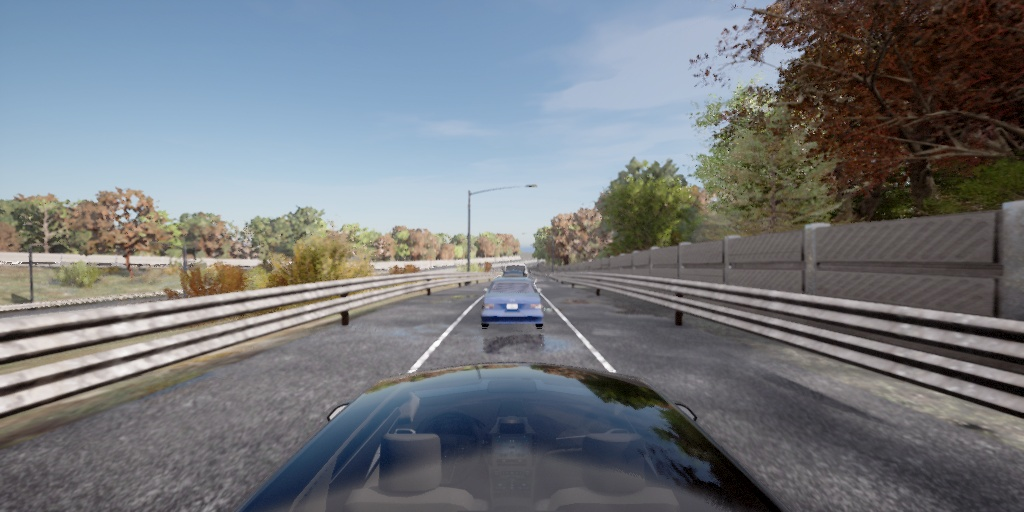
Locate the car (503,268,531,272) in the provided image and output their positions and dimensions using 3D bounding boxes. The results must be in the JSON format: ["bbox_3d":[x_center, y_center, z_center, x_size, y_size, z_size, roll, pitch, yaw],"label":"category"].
[{"bbox_3d":[0.145,1.650,22.227,1.837,1.490,4.892,0,-2,1],"label":"car"}]

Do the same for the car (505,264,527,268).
[{"bbox_3d":[0.369,1.714,30.139,2.150,2.045,5.566,0,-3,2],"label":"car"}]

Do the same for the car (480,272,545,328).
[{"bbox_3d":[0.014,1.394,11.757,2.033,1.411,5.357,0,-1,0],"label":"car"}]
